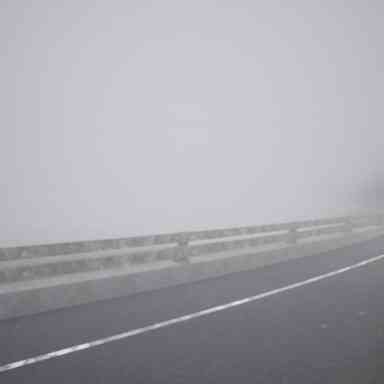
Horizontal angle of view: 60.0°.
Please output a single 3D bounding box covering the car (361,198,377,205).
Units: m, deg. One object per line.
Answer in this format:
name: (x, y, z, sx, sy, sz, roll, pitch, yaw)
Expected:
car: (39.265, 2.055, 73.621, 1.837, 1.490, 4.892, 0, 0, 6)
